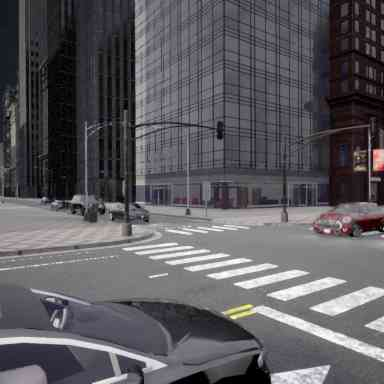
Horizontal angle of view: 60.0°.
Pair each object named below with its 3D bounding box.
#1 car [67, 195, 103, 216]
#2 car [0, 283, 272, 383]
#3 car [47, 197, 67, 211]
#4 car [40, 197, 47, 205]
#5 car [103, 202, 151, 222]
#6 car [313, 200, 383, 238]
[{"bbox_3d":[-10.724,1.293,34.138,2.150,2.045,5.566,0,0,-36],"label":"car"},{"bbox_3d":[-1.485,1.491,2.379,4.902,1.511,2.128,0,0,-36],"label":"car"},{"bbox_3d":[-16.772,1.662,42.691,1.994,1.385,4.181,0,0,-36],"label":"car"},{"bbox_3d":[-27.602,1.653,63.486,1.837,1.490,4.892,0,0,-35],"label":"car"},{"bbox_3d":[-4.977,1.555,26.035,1.837,1.490,4.892,0,0,-35],"label":"car"},{"bbox_3d":[8.554,1.353,17.885,4.553,1.767,2.097,0,0,-36],"label":"car"}]
